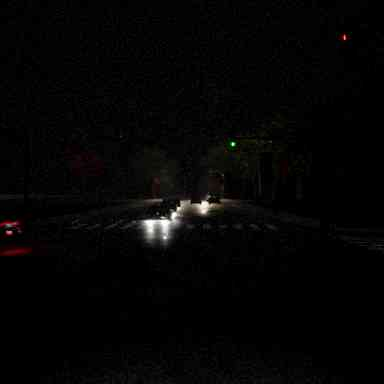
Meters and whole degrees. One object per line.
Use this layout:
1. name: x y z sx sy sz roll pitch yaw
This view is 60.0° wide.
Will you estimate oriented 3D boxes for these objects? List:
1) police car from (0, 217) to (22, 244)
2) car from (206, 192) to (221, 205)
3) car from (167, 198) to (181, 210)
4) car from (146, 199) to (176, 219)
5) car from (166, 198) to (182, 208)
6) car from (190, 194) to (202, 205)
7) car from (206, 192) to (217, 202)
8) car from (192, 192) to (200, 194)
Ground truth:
1. police car: -9.863 1.500 13.670 4.974 1.542 2.038 0 -1 1
2. car: 3.981 1.382 59.993 2.097 1.767 4.553 0 0 0
3. car: -2.737 1.524 39.722 2.128 1.511 4.902 0 0 0
4. car: -2.796 1.592 29.374 1.994 1.385 4.181 0 0 1
5. car: -2.649 1.584 50.164 2.033 1.411 5.357 0 0 1
6. car: 0.732 1.599 60.043 1.994 1.385 4.181 0 0 0
7. car: 4.045 1.091 70.060 2.150 2.045 5.566 0 0 0
8. car: 0.795 1.096 70.081 2.150 2.045 5.566 0 0 0
